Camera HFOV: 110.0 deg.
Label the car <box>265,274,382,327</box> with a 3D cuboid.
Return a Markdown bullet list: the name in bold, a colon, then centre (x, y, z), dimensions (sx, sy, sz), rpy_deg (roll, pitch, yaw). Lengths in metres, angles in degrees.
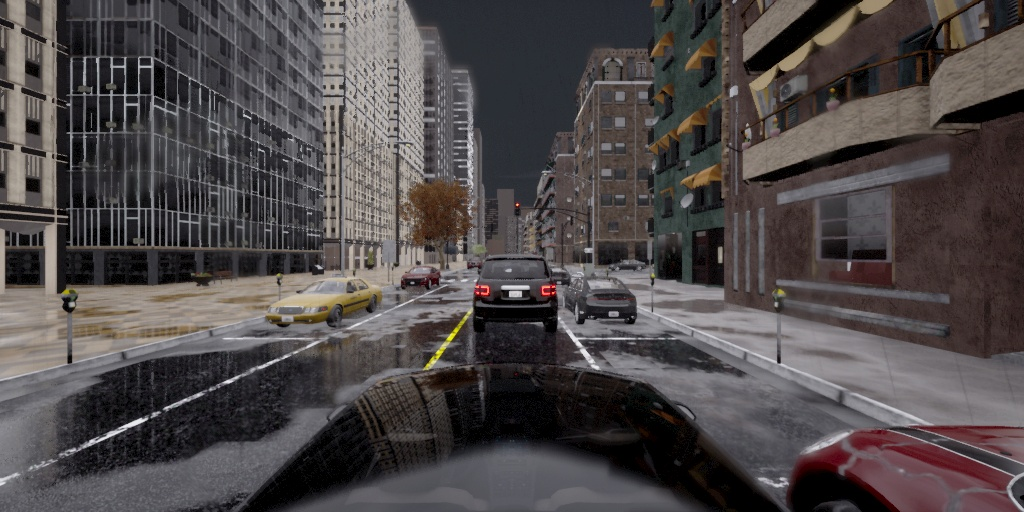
- **car**: centre (-5.689, 1.276, 11.498), dimensions (1.751, 1.417, 4.829), rpy_deg (0, 0, 0)

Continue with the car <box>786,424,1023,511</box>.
- **car**: centre (2.688, 1.190, 0.600), dimensions (1.967, 1.591, 4.097), rpy_deg (0, 0, 0)

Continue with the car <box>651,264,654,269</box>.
- **car**: centre (18.844, 1.006, 42.196), dimensions (4.829, 1.417, 1.751), rpy_deg (0, 0, -1)

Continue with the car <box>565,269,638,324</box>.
- **car**: centre (2.692, 1.301, 11.664), dimensions (2.007, 1.370, 4.403), rpy_deg (0, 0, 0)

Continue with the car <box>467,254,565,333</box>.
- **car**: centre (0.093, 0.972, 10.942), dimensions (2.150, 2.045, 5.566), rpy_deg (0, 0, 0)

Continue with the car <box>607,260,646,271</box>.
- **car**: centre (13.447, 1.109, 42.143), dimensions (4.403, 1.370, 2.007), rpy_deg (0, 0, -1)

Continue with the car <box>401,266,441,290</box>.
- **car**: centre (-5.685, 1.299, 22.733), dimensions (1.888, 1.381, 4.507), rpy_deg (0, 0, 0)
